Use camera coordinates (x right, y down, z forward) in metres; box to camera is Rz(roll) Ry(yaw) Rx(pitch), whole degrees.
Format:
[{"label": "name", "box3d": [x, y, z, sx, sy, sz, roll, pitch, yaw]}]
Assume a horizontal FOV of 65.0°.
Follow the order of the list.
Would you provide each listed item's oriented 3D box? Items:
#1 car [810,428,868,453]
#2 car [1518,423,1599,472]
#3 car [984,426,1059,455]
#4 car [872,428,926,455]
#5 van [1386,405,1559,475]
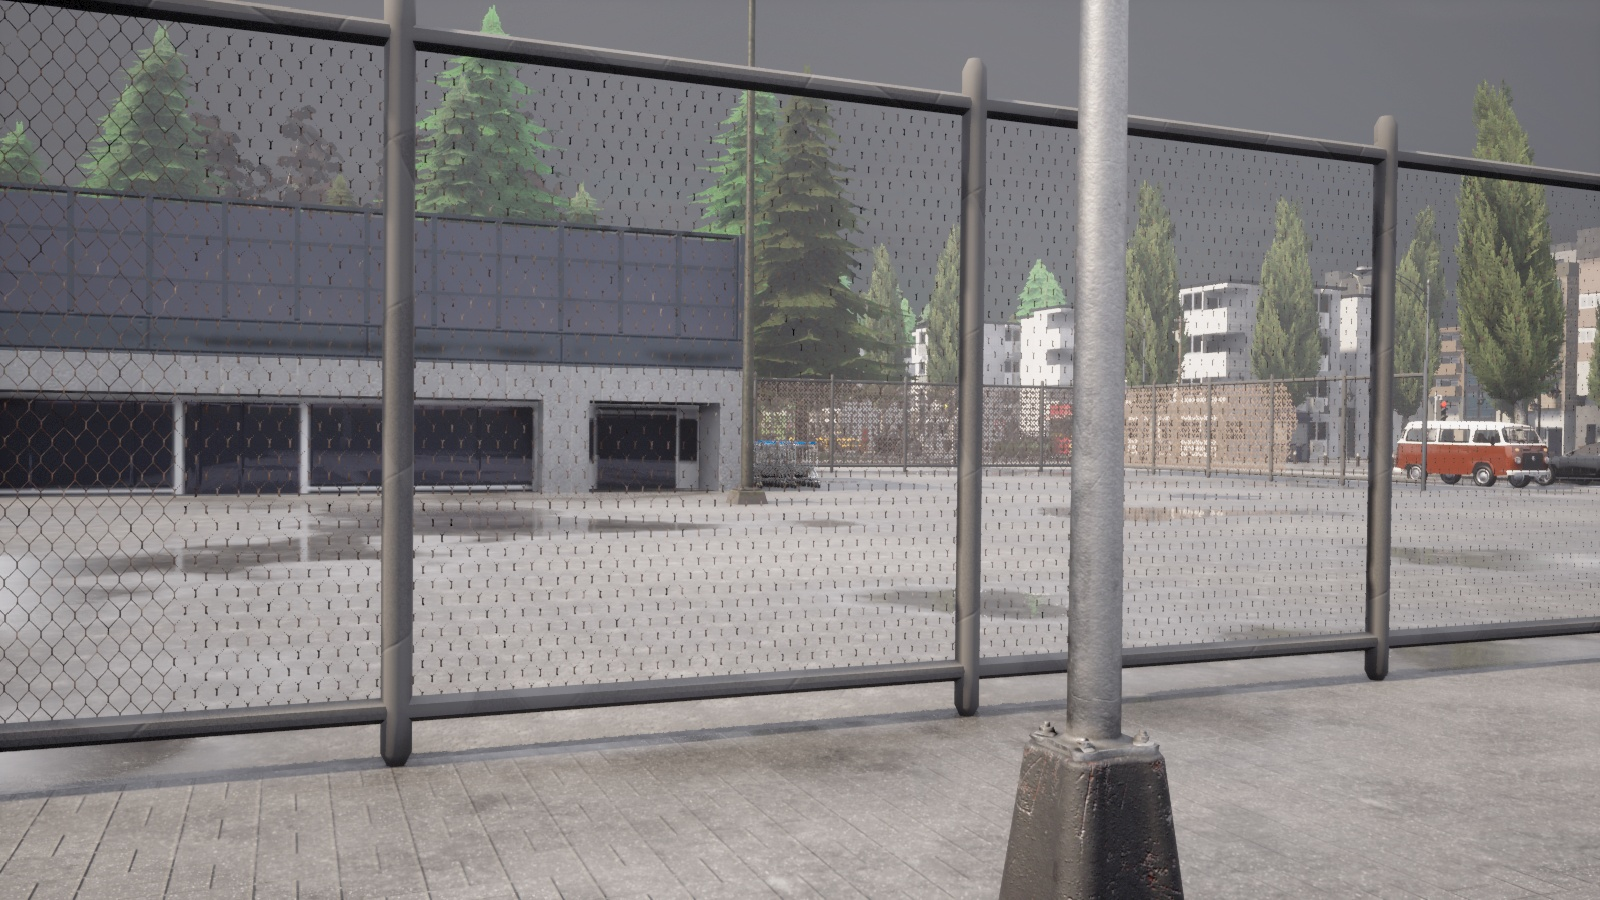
[{"label": "car", "box3d": [2.559, -0.657, 83.993, 1.801, 1.575, 5.366, -1, 1, -22]}, {"label": "car", "box3d": [25.242, -0.109, 39.003, 2.163, 1.488, 4.792, -1, 1, -22]}, {"label": "car", "box3d": [12.391, -0.536, 70.516, 2.007, 1.525, 4.514, -1, 1, -22]}, {"label": "car", "box3d": [5.938, -0.520, 75.749, 1.789, 1.549, 3.705, -1, 1, -21]}, {"label": "van", "box3d": [20.856, -0.341, 39.153, 2.069, 2.038, 4.480, -1, 1, -22]}]
